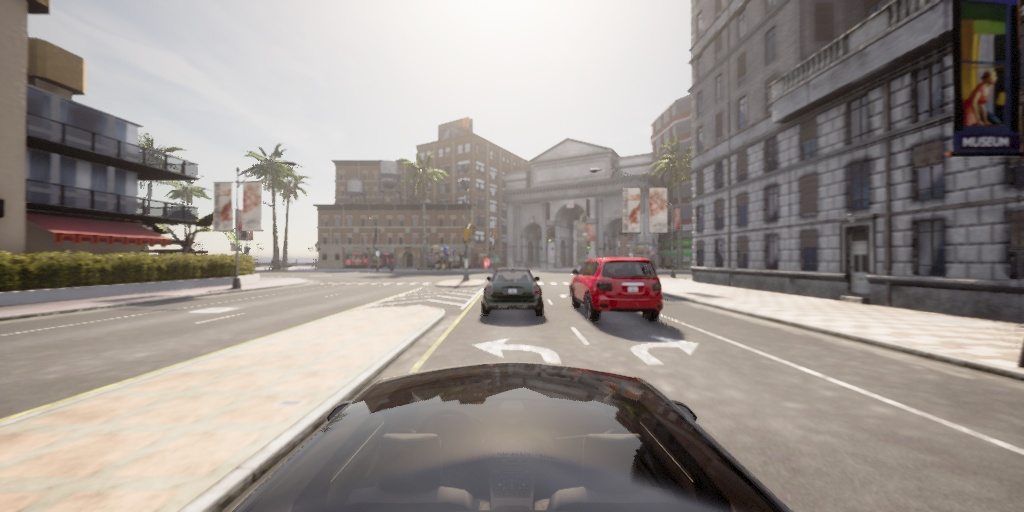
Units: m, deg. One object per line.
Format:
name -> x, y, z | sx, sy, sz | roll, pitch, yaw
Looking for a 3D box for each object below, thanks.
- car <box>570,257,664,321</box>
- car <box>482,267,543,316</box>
car -> 3.529, 1.069, 13.057 | 2.150, 2.045, 5.566 | 0, 0, 1
car -> 0.042, 1.206, 14.090 | 2.097, 1.767, 4.553 | 0, -1, 1
